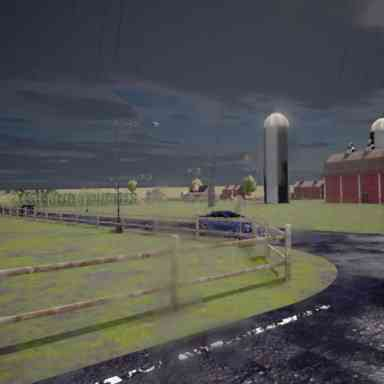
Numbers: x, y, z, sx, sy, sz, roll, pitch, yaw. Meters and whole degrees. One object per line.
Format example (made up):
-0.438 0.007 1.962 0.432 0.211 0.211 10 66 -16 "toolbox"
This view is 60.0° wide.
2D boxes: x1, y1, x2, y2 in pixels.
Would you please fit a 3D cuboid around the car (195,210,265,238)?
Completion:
2.215 1.855 20.226 1.812 1.442 4.674 -1 0 -45 "car"

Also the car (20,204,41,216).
-23.233 2.573 47.783 1.837 1.490 4.892 -1 0 -41 "car"
